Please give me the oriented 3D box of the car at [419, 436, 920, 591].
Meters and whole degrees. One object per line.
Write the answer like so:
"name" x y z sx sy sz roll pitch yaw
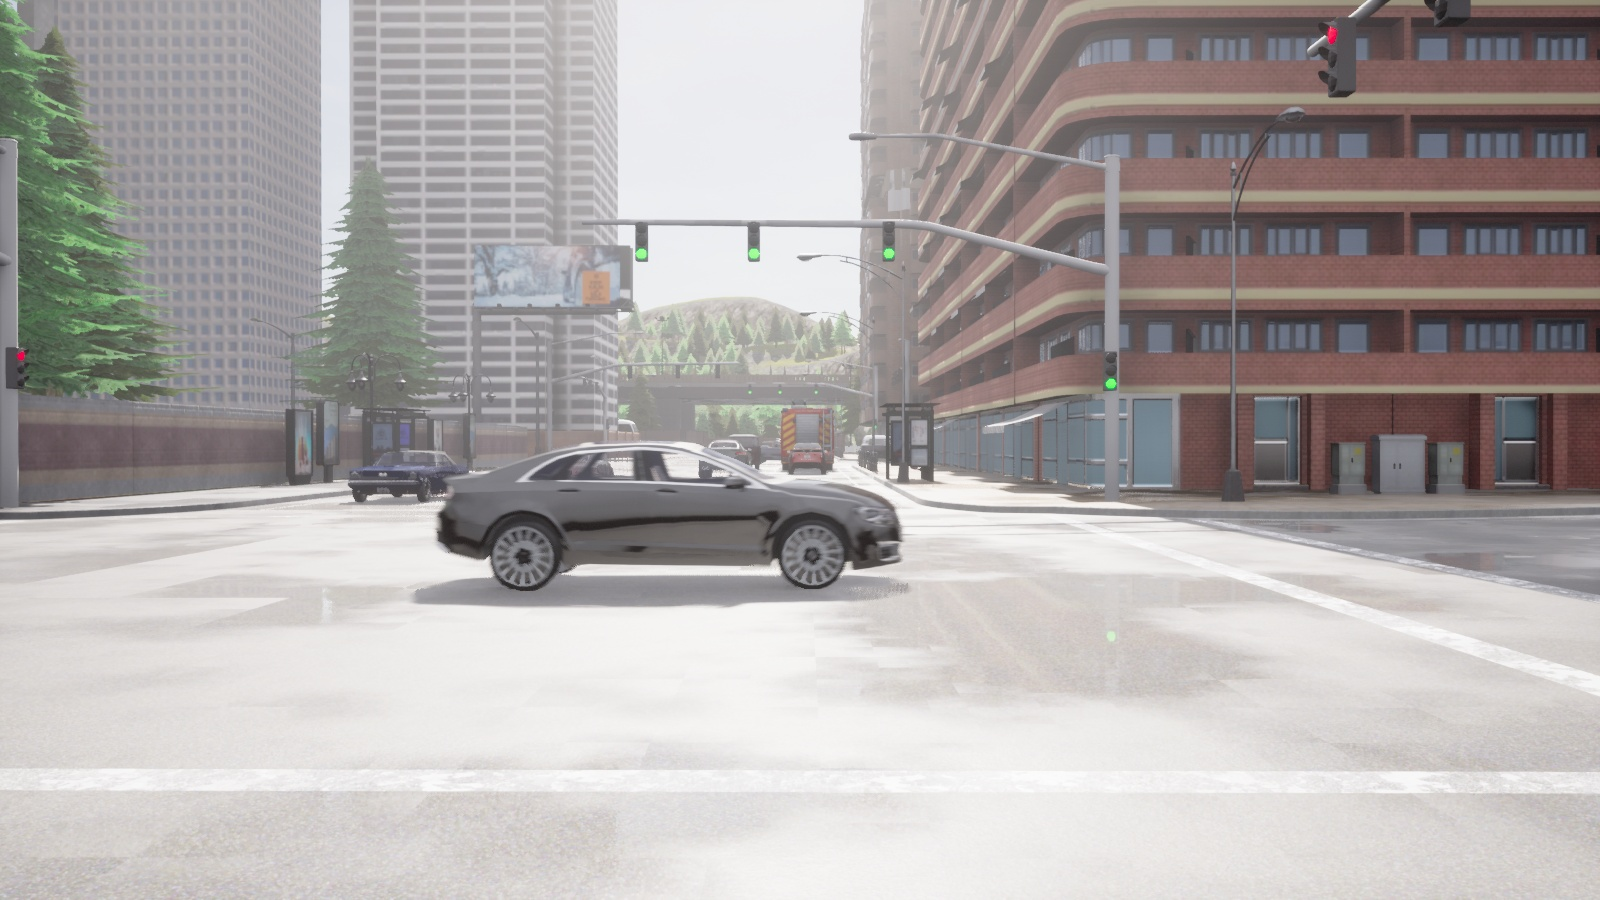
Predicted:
"car" -1.281 0.611 13.364 4.902 1.511 2.128 0 0 0

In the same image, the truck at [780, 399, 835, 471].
"truck" 0.412 -0.810 70.676 2.891 3.827 8.468 0 0 0

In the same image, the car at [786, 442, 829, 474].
"car" 0.355 0.357 60.663 2.007 1.525 4.514 0 0 0

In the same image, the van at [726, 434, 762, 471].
"van" -3.095 0.110 69.618 1.775 1.987 4.442 0 0 0

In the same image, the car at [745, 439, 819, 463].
"car" -1.242 0.045 86.393 5.027 1.651 2.152 0 0 1

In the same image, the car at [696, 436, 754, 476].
"car" -3.181 0.222 54.239 2.152 1.651 5.027 0 0 0

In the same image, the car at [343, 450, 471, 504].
"car" -10.299 0.654 33.268 1.895 1.301 4.718 0 0 0

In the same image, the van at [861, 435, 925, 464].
"van" 6.631 -0.023 89.807 4.480 2.038 2.069 0 0 1
